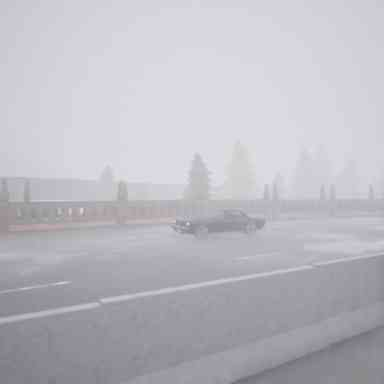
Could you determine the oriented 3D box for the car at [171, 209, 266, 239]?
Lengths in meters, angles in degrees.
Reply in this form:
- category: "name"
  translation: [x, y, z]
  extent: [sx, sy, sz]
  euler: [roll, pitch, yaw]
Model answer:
- category: "car"
  translation: [1.362, 1.540, 16.907]
  extent: [4.718, 1.301, 1.895]
  euler: [0, 0, -29]
